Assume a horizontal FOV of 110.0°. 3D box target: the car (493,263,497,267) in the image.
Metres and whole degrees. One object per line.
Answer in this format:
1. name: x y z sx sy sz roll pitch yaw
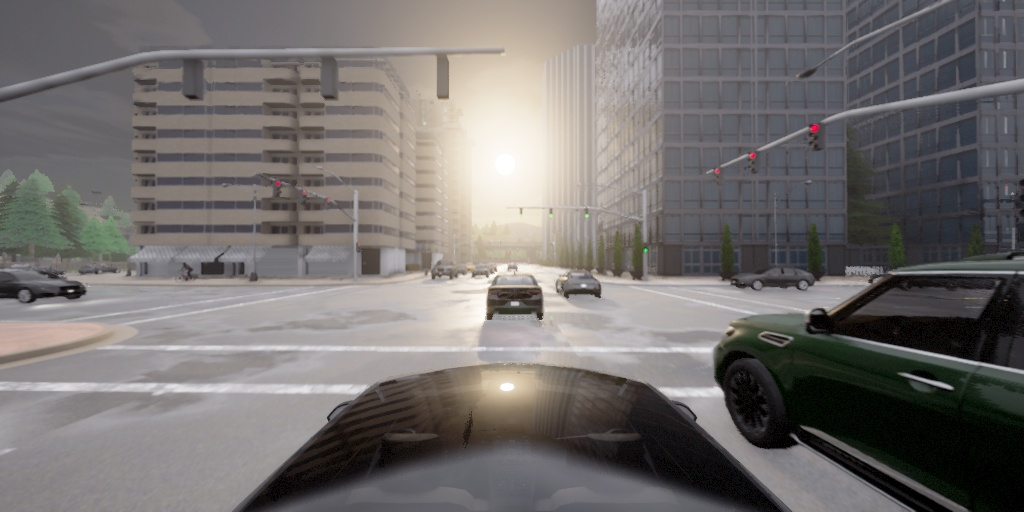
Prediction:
1. car: -3.575 1.826 51.173 2.128 1.511 4.902 0 -1 0

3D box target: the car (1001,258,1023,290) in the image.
1. car: 36.215 1.173 23.399 5.566 2.045 2.150 0 -1 0

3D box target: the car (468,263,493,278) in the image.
1. car: -3.601 1.729 41.833 1.837 1.490 4.892 0 -1 0

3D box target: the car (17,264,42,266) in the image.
1. car: -50.543 1.735 38.855 1.895 1.301 4.718 0 -1 -35

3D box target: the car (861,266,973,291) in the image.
1. car: 26.336 1.443 23.453 4.902 1.511 2.128 0 -1 0

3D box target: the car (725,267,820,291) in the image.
1. car: 16.973 1.457 23.510 4.892 1.490 1.837 0 -1 0

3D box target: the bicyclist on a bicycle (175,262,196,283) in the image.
1. bicyclist on a bicycle: -26.085 1.314 28.693 0.582 1.620 1.656 0 0 7

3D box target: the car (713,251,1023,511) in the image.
1. car: 3.593 0.976 2.118 2.150 2.045 5.566 0 -1 0

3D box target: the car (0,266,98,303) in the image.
1. car: -22.912 1.378 16.800 4.892 1.490 1.837 0 -1 3

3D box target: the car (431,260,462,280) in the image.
1. car: -7.102 1.407 38.468 2.150 2.045 5.566 0 -1 0

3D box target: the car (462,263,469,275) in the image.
1. car: -7.089 1.804 48.167 1.837 1.490 4.892 0 -1 0

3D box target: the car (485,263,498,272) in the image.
1. car: -3.508 1.934 61.476 1.882 1.535 5.008 0 -1 0

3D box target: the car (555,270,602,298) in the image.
1. car: 3.594 1.486 19.957 1.994 1.385 4.181 0 -1 0

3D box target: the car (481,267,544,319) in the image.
1. car: 0.091 1.332 13.407 1.882 1.535 5.008 0 -1 0
